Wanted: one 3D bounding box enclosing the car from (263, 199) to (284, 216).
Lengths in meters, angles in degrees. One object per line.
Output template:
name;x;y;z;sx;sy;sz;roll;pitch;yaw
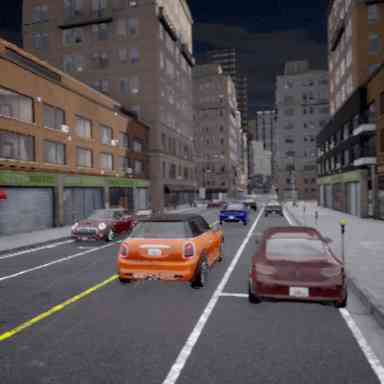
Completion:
car;7.733;1.581;31.557;2.008;1.369;4.403;-2;0;13

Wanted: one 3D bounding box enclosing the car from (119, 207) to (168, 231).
car;-3.176;1.762;22.685;1.802;1.307;4.206;-2;0;13

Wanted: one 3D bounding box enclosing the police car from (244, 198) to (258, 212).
police car;7.041;1.514;40.965;1.930;1.638;5.238;-1;0;13

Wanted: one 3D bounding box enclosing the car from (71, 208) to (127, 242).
car;-4.483;1.615;17.254;1.967;1.590;4.097;-2;0;13

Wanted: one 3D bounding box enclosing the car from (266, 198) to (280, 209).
car;11.646;1.621;47.852;1.802;1.307;4.206;-2;0;13

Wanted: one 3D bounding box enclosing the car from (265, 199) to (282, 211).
car;10.341;1.602;42.420;1.947;1.339;4.313;-2;0;13

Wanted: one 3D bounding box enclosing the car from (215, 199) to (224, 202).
car;4.855;1.640;44.812;2.128;1.511;4.902;-1;0;14

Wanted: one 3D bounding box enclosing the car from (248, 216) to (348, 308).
car;2.344;1.527;7.874;1.812;1.442;4.674;-1;0;13

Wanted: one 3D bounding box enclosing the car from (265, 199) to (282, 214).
car;9.076;1.559;37.154;1.752;1.417;4.829;-2;0;13

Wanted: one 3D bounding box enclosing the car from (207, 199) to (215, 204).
car;3.336;1.743;49.843;1.887;1.381;4.507;-2;0;13

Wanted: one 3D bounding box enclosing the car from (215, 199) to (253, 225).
car;3.217;1.553;24.598;1.882;1.535;5.008;-1;0;13

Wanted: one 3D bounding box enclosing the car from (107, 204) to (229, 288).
car;-0.355;1.411;9.704;2.097;1.767;4.553;-1;0;13
